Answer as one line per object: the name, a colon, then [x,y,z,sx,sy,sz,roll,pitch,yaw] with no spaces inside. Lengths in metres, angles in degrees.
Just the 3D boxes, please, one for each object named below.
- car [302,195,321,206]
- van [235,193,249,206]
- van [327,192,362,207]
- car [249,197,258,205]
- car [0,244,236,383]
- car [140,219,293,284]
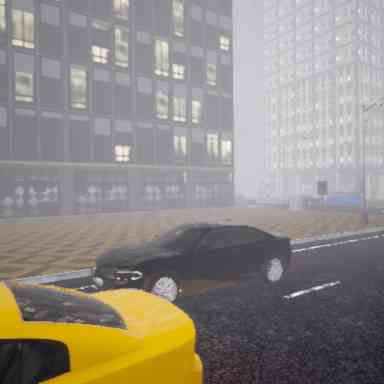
car: [15.436,1.077,45.216,1.887,1.381,4.507,-1,1,-34]
van: [5.372,0.978,45.088,1.690,1.788,3.998,-1,1,-34]
van: [18.614,0.900,40.679,1.690,1.788,3.998,-1,1,-34]
car: [7.244,1.157,46.956,1.994,1.385,4.181,-1,1,-34]
car: [-2.242,1.483,2.085,5.008,1.535,1.882,0,0,-35]
car: [0.251,1.442,7.852,5.008,1.535,1.882,0,0,-35]
